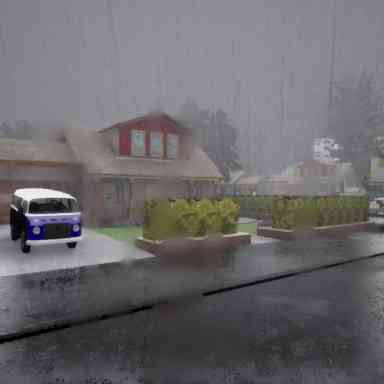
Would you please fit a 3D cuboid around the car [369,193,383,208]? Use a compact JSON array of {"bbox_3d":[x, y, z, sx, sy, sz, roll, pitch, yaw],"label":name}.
[{"bbox_3d":[23.743,0.986,40.873,3.866,1.878,1.905,0,0,-1],"label":"car"}]
